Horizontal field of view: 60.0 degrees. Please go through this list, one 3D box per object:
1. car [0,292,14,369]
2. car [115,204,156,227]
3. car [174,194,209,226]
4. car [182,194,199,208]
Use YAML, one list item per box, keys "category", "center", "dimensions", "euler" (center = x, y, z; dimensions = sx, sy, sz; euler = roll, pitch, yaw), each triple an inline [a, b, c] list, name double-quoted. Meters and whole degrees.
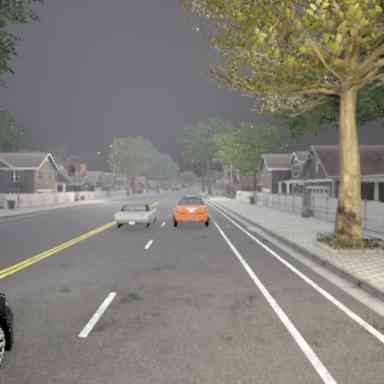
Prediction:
- category: "car"
  center: [-3.165, 1.462, 2.279]
  dimensions: [2.128, 1.511, 4.902]
  euler: [0, 1, 0]
- category: "car"
  center: [-3.293, 1.356, 20.353]
  dimensions: [1.895, 1.301, 4.718]
  euler: [0, 1, 0]
- category: "car"
  center: [-0.051, 1.095, 21.367]
  dimensions: [2.097, 1.767, 4.553]
  euler: [0, 1, 0]
- category: "car"
  center: [-0.179, 1.007, 39.422]
  dimensions: [1.882, 1.535, 5.008]
  euler: [0, 0, 0]
